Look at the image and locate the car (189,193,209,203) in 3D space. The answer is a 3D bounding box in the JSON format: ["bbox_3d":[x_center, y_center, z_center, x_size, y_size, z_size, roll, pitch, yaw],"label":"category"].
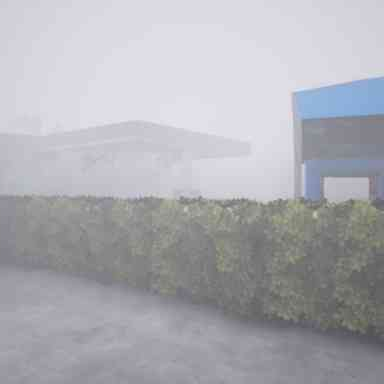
[{"bbox_3d":[1.362,1.053,61.186,1.905,1.878,3.866,0,0,35],"label":"car"}]

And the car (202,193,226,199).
[{"bbox_3d":[3.723,1.340,58.767,1.970,1.475,3.806,0,0,35],"label":"car"}]

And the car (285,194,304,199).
[{"bbox_3d":[18.347,1.286,57.936,2.007,1.523,4.514,0,0,35],"label":"car"}]

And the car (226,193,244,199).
[{"bbox_3d":[8.589,1.076,65.711,1.932,1.855,4.605,0,0,35],"label":"car"}]

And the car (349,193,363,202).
[{"bbox_3d":[34.246,1.091,69.358,1.932,1.855,4.605,0,0,35],"label":"car"}]

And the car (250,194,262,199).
[{"bbox_3d":[15.765,1.209,81.532,1.970,1.475,3.806,0,0,35],"label":"car"}]

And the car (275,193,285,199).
[{"bbox_3d":[21.191,1.136,78.089,2.152,1.636,5.027,0,0,35],"label":"car"}]

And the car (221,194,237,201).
[{"bbox_3d":[8.704,1.272,77.892,2.007,1.523,4.514,0,0,35],"label":"car"}]

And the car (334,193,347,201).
[{"bbox_3d":[31.636,1.068,70.700,1.905,1.878,3.866,0,0,35],"label":"car"}]

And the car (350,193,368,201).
[{"bbox_3d":[26.480,1.315,52.130,1.845,1.501,3.633,0,0,35],"label":"car"}]
